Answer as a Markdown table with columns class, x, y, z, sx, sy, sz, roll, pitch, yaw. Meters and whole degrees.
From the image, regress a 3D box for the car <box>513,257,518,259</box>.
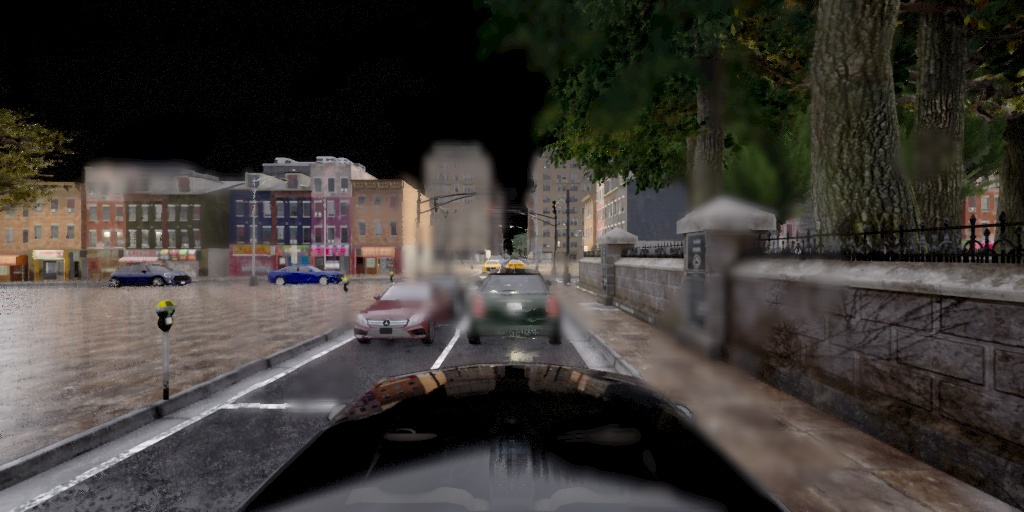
| class | x | y | z | sx | sy | sz | roll | pitch | yaw |
| --- | --- | --- | --- | --- | --- | --- | --- | --- | --- |
| car | 0.436 | 1.220 | 43.883 | 1.882 | 1.535 | 5.008 | 0 | 0 | 0 |

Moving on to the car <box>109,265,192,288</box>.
| class | x | y | z | sx | sy | sz | roll | pitch | yaw |
| --- | --- | --- | --- | --- | --- | --- | --- | --- | --- |
| car | -26.232 | 1.399 | 26.124 | 4.553 | 1.767 | 2.097 | -1 | 0 | 0 |

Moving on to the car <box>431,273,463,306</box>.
| class | x | y | z | sx | sy | sz | roll | pitch | yaw |
| --- | --- | --- | --- | --- | --- | --- | --- | --- | --- |
| car | -2.638 | 1.315 | 13.262 | 1.948 | 1.339 | 4.313 | 0 | 0 | 0 |

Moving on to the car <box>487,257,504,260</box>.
| class | x | y | z | sx | sy | sz | roll | pitch | yaw |
| --- | --- | --- | --- | --- | --- | --- | --- | --- | --- |
| car | -2.275 | 1.220 | 41.529 | 1.882 | 1.535 | 5.008 | 0 | 0 | 1 |

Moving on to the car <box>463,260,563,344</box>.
| class | x | y | z | sx | sy | sz | roll | pitch | yaw |
| --- | --- | --- | --- | --- | --- | --- | --- | --- | --- |
| car | 0.074 | 1.102 | 9.714 | 2.097 | 1.767 | 4.553 | 0 | 0 | 0 |

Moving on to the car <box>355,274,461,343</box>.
| class | x | y | z | sx | sy | sz | roll | pitch | yaw |
| --- | --- | --- | --- | --- | --- | --- | --- | --- | --- |
| car | -2.638 | 1.332 | 9.600 | 1.802 | 1.307 | 4.207 | 0 | 0 | 0 |

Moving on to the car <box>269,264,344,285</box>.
| class | x | y | z | sx | sy | sz | roll | pitch | yaw |
| --- | --- | --- | --- | --- | --- | --- | --- | --- | --- |
| car | -14.887 | 1.373 | 26.160 | 5.008 | 1.535 | 1.882 | -1 | 0 | 0 |
